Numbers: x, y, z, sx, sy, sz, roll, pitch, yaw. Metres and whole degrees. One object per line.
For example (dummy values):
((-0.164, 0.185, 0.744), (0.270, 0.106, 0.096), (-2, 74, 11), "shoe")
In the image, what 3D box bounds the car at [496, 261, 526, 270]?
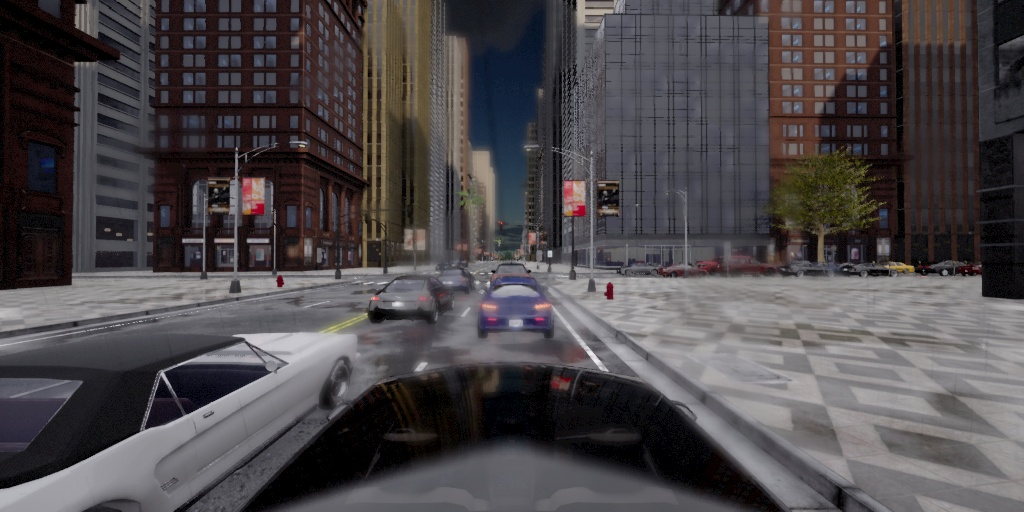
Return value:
((-0.034, 1.135, 19.012), (2.097, 1.767, 4.553), (0, 0, 0), "car")

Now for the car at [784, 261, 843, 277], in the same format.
((26.533, 1.274, 32.269), (4.313, 1.339, 1.948), (0, 0, -1), "car")

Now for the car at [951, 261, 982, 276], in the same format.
((43.445, 1.212, 32.565), (4.507, 1.381, 1.888), (0, 0, -1), "car")

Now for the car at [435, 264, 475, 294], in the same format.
((-3.187, 1.353, 20.402), (1.994, 1.385, 4.181), (0, 0, 0), "car")

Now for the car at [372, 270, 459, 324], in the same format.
((-3.171, 1.327, 12.014), (1.994, 1.385, 4.181), (0, 0, 0), "car")

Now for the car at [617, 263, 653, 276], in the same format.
((13.214, 1.384, 37.813), (4.181, 1.385, 1.994), (0, -1, -1), "car")

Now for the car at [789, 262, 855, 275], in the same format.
((32.893, 1.307, 38.146), (5.357, 1.411, 2.033), (0, -1, -1), "car")

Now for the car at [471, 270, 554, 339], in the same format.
((0.088, 1.284, 10.027), (1.812, 1.442, 4.674), (0, 0, 0), "car")

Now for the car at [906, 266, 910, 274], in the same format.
((43.133, 1.294, 41.085), (4.829, 1.417, 1.751), (0, 0, -1), "car")

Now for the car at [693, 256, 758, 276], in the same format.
((22.516, 1.010, 37.977), (5.566, 2.045, 2.150), (0, -1, -1), "car")

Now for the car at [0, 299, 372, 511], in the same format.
((-3.156, 1.351, 3.191), (1.895, 1.301, 4.718), (0, 0, 0), "car")

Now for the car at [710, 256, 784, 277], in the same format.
((20.896, 1.040, 32.170), (5.009, 1.841, 2.192), (0, 0, -1), "car")

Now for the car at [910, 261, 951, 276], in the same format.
((42.735, 1.204, 35.178), (4.892, 1.490, 1.837), (0, -1, -1), "car")

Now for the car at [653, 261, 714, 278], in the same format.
((15.258, 1.326, 32.072), (4.207, 1.307, 1.802), (0, 0, -1), "car")

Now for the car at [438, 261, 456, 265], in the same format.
((-9.941, 1.544, 52.742), (1.994, 1.385, 4.181), (0, 0, 0), "car")

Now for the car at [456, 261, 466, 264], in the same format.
((-9.937, 1.545, 63.028), (2.128, 1.511, 4.902), (0, 0, 0), "car")

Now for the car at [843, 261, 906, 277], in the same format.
((32.170, 1.259, 32.367), (4.313, 1.339, 1.948), (0, 0, -1), "car")
